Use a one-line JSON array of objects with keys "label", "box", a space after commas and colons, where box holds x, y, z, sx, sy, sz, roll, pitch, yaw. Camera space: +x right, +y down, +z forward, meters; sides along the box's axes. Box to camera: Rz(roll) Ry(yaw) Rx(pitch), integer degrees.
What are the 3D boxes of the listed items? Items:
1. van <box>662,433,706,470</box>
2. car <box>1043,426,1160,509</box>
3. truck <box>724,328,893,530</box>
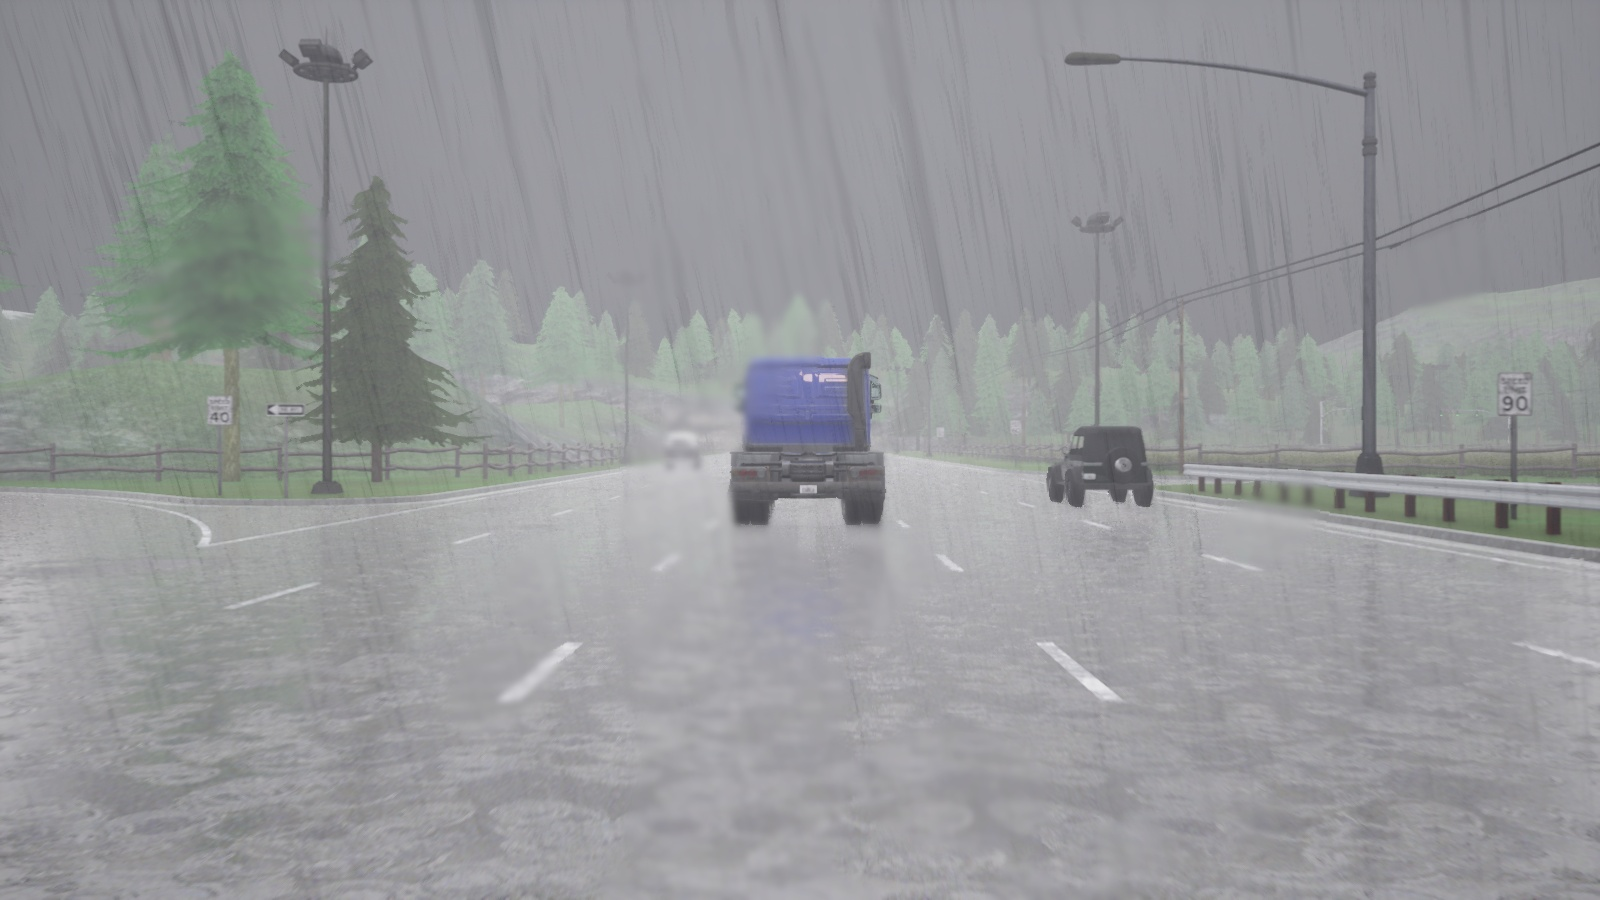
[{"label": "van", "box": [-6.581, 0.066, 71.567, 2.069, 2.038, 4.480, 0, 1, 0]}, {"label": "car", "box": [7.186, 0.379, 30.264, 1.905, 1.878, 3.866, 0, 1, 0]}, {"label": "truck", "box": [0.160, -0.379, 25.492, 2.891, 3.462, 7.936, 0, 0, 0]}]
